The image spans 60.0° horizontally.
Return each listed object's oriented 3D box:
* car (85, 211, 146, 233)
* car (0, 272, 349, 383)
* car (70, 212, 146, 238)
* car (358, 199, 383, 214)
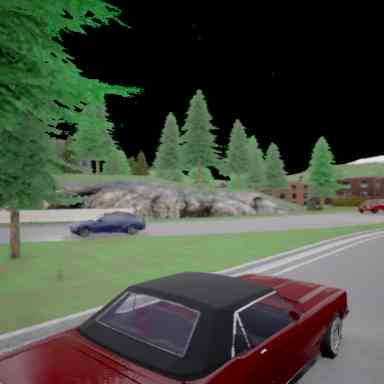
[{"bbox_3d":[-5.688,2.161,24.690,4.181,1.385,1.994,0,-1,-21],"label":"car"},{"bbox_3d":[0.335,1.694,4.090,1.895,1.301,4.718,-2,-2,41],"label":"car"},{"bbox_3d":[-5.272,2.041,21.091,4.674,1.442,1.812,0,-1,-21],"label":"car"},{"bbox_3d":[26.111,2.034,47.730,5.566,2.045,2.150,1,-2,-36],"label":"car"}]
